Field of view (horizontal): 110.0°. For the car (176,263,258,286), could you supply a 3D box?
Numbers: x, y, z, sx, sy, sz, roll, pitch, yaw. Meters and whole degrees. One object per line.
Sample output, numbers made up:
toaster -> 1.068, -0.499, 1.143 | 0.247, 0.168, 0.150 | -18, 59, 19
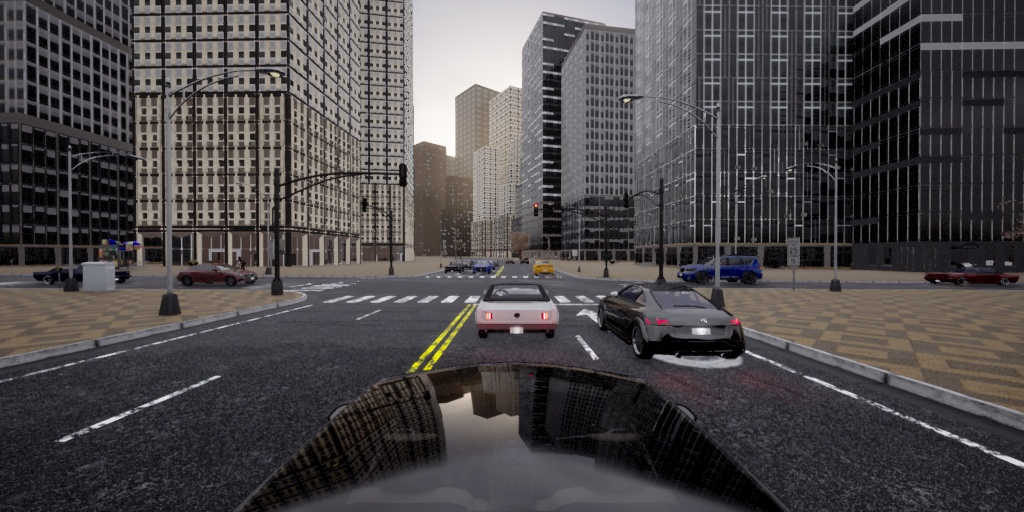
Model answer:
car -> -19.457, 1.194, 23.724 | 4.674, 1.442, 1.812 | 0, 0, 1

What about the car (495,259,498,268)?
car -> -3.285, 1.229, 50.074 | 1.812, 1.442, 4.674 | 0, 0, 0

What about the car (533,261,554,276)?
car -> 3.220, 1.203, 37.161 | 1.882, 1.535, 5.008 | 0, 0, 0

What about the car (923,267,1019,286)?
car -> 32.999, 1.484, 25.889 | 4.718, 1.301, 1.895 | 0, 0, 1

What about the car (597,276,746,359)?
car -> 3.363, 1.312, 8.403 | 1.994, 1.385, 4.181 | 0, 0, 0

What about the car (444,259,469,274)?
car -> -6.550, 1.320, 41.403 | 1.895, 1.301, 4.718 | 0, 0, 0

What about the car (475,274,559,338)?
car -> 0.110, 1.348, 10.120 | 1.895, 1.301, 4.718 | 0, 0, 0

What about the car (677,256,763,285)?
car -> 15.184, 1.022, 26.296 | 5.566, 2.045, 2.150 | 0, 0, 1

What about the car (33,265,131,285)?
car -> -28.566, 1.226, 23.965 | 4.718, 1.301, 1.895 | 0, 0, 1

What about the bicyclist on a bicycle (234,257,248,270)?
bicyclist on a bicycle -> -24.667, 0.871, 32.595 | 0.582, 1.620, 1.656 | 0, 1, 1

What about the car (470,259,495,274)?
car -> -3.298, 1.197, 40.730 | 1.882, 1.535, 5.008 | 0, 0, 0
